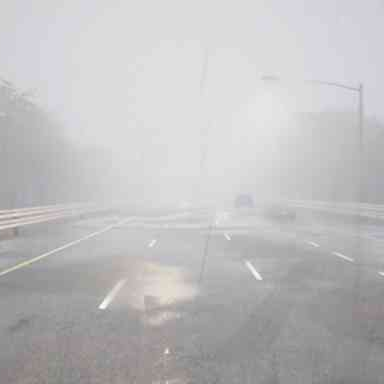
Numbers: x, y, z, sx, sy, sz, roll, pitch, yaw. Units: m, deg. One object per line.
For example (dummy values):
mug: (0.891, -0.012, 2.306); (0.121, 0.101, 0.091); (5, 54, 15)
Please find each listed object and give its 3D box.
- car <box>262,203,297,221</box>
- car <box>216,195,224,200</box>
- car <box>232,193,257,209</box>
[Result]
car: (7.039, 1.568, 27.113); (1.994, 1.385, 4.181); (0, 0, 0)
car: (7.879, 1.519, 93.272); (2.128, 1.511, 4.902); (0, 0, 8)
car: (7.078, 1.241, 46.123); (2.150, 2.045, 5.566); (0, 0, 0)
